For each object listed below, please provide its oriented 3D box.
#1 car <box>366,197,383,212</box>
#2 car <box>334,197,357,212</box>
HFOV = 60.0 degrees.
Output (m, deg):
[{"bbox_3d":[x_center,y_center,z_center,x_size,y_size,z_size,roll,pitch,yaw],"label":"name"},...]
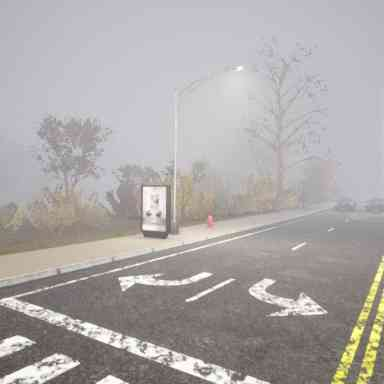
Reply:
[{"bbox_3d":[21.280,1.392,38.300,2.097,1.767,4.553,0,0,30],"label":"car"},{"bbox_3d":[18.466,1.389,39.926,2.097,1.767,4.553,0,0,30],"label":"car"}]
